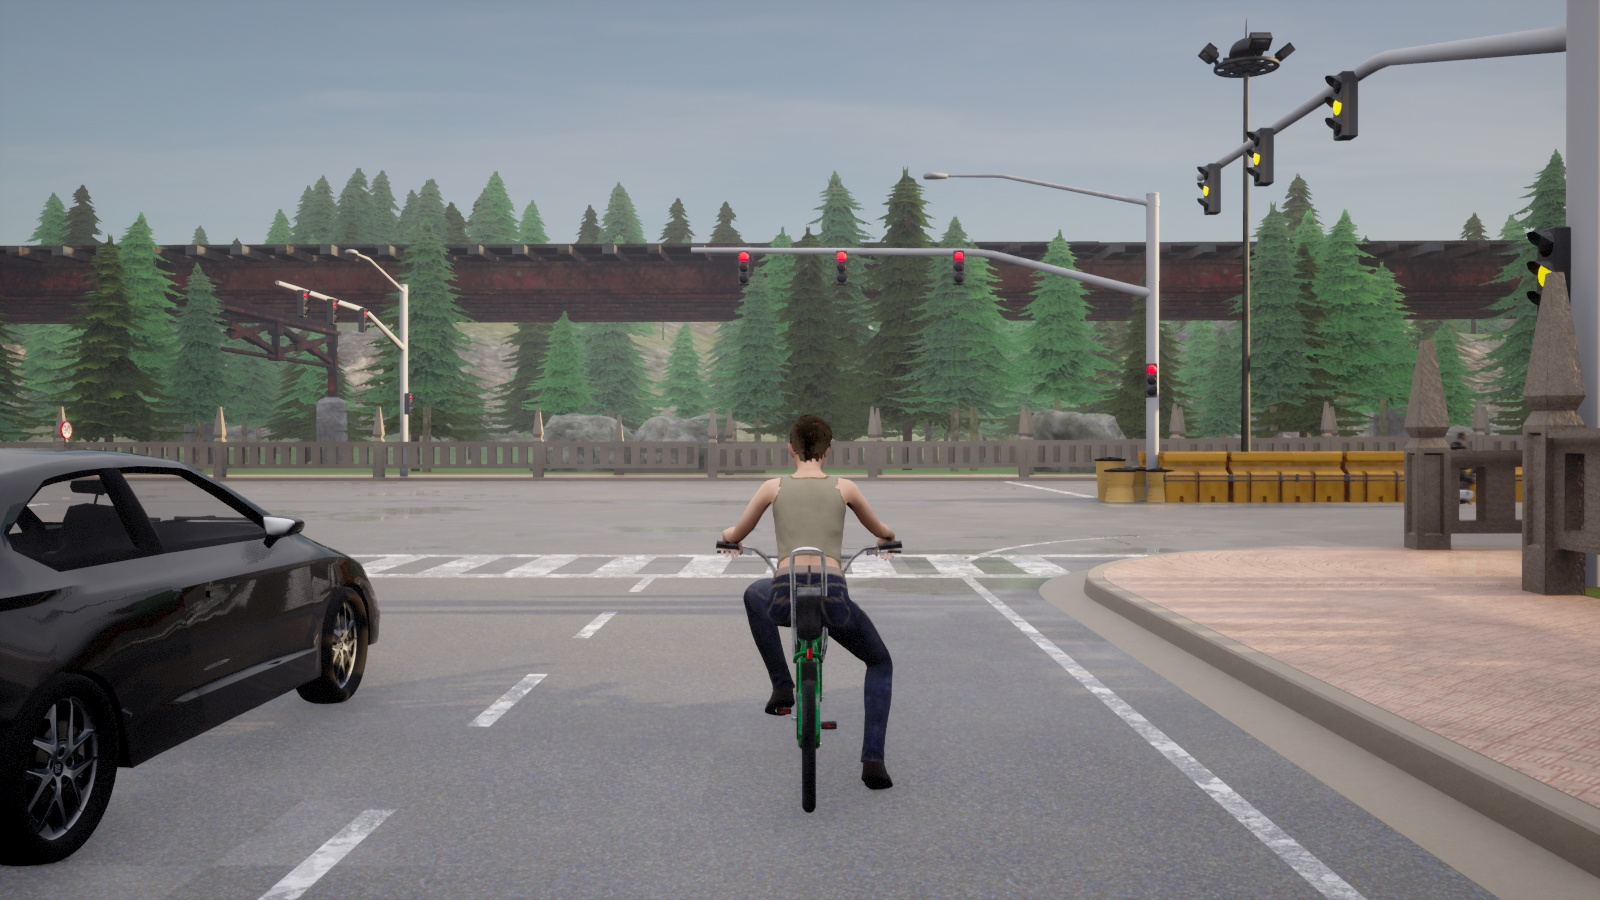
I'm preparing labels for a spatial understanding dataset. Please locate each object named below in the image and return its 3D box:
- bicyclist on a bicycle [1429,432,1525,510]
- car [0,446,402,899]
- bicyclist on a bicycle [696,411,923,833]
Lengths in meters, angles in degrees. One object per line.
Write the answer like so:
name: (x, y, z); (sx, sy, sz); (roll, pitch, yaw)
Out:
bicyclist on a bicycle: (15.592, 0.466, 28.954); (1.843, 1.776, 0.659); (0, 0, 1)
car: (-3.453, 0.724, 5.914); (1.816, 1.474, 4.193); (0, 0, 0)
bicyclist on a bicycle: (0.040, 0.652, 5.554); (0.866, 1.612, 1.509); (0, 0, 0)
